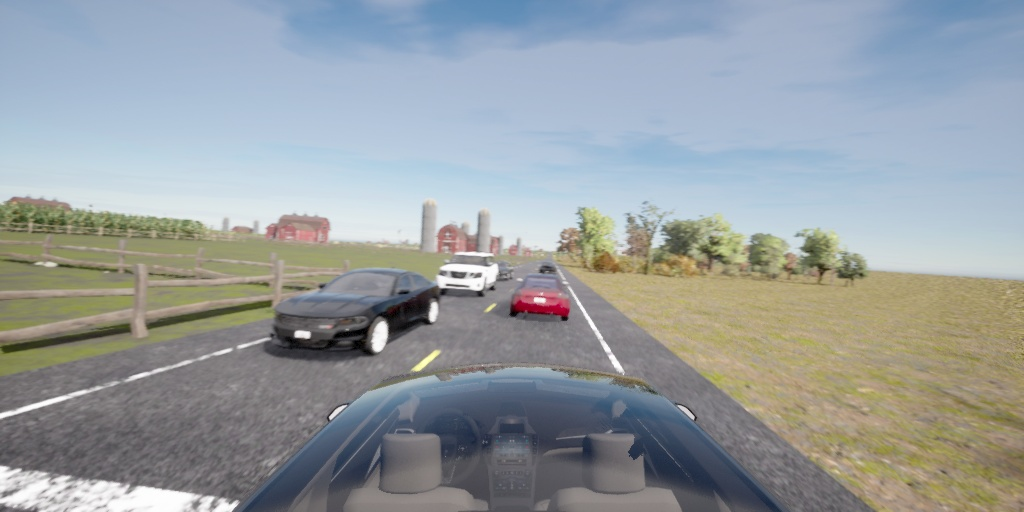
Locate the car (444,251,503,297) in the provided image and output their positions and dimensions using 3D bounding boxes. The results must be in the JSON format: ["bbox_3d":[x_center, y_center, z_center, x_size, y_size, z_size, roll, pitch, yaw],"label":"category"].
[{"bbox_3d":[-2.072,0.810,18.294,2.150,2.045,5.566,3,0,6],"label":"car"}]

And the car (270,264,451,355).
[{"bbox_3d":[-3.157,1.025,8.364,1.882,1.535,5.008,3,0,6],"label":"car"}]

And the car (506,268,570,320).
[{"bbox_3d":[1.071,1.352,13.153,1.994,1.385,4.181,3,0,6],"label":"car"}]

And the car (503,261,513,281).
[{"bbox_3d":[-0.988,1.135,28.399,1.837,1.490,4.892,3,0,6],"label":"car"}]

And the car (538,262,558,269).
[{"bbox_3d":[3.952,1.405,39.877,1.837,1.490,4.892,3,1,6],"label":"car"}]
